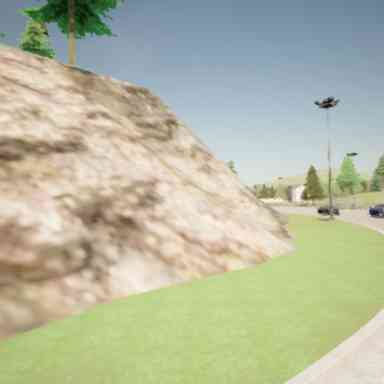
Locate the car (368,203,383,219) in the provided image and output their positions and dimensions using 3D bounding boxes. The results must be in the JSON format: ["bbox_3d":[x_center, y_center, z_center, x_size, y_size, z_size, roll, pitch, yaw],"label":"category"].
[{"bbox_3d":[22.345,2.095,38.738,2.097,1.767,4.553,-2,-2,7],"label":"car"}]

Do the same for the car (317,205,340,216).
[{"bbox_3d":[19.547,2.585,47.908,2.128,1.511,4.902,-1,-2,2],"label":"car"}]
